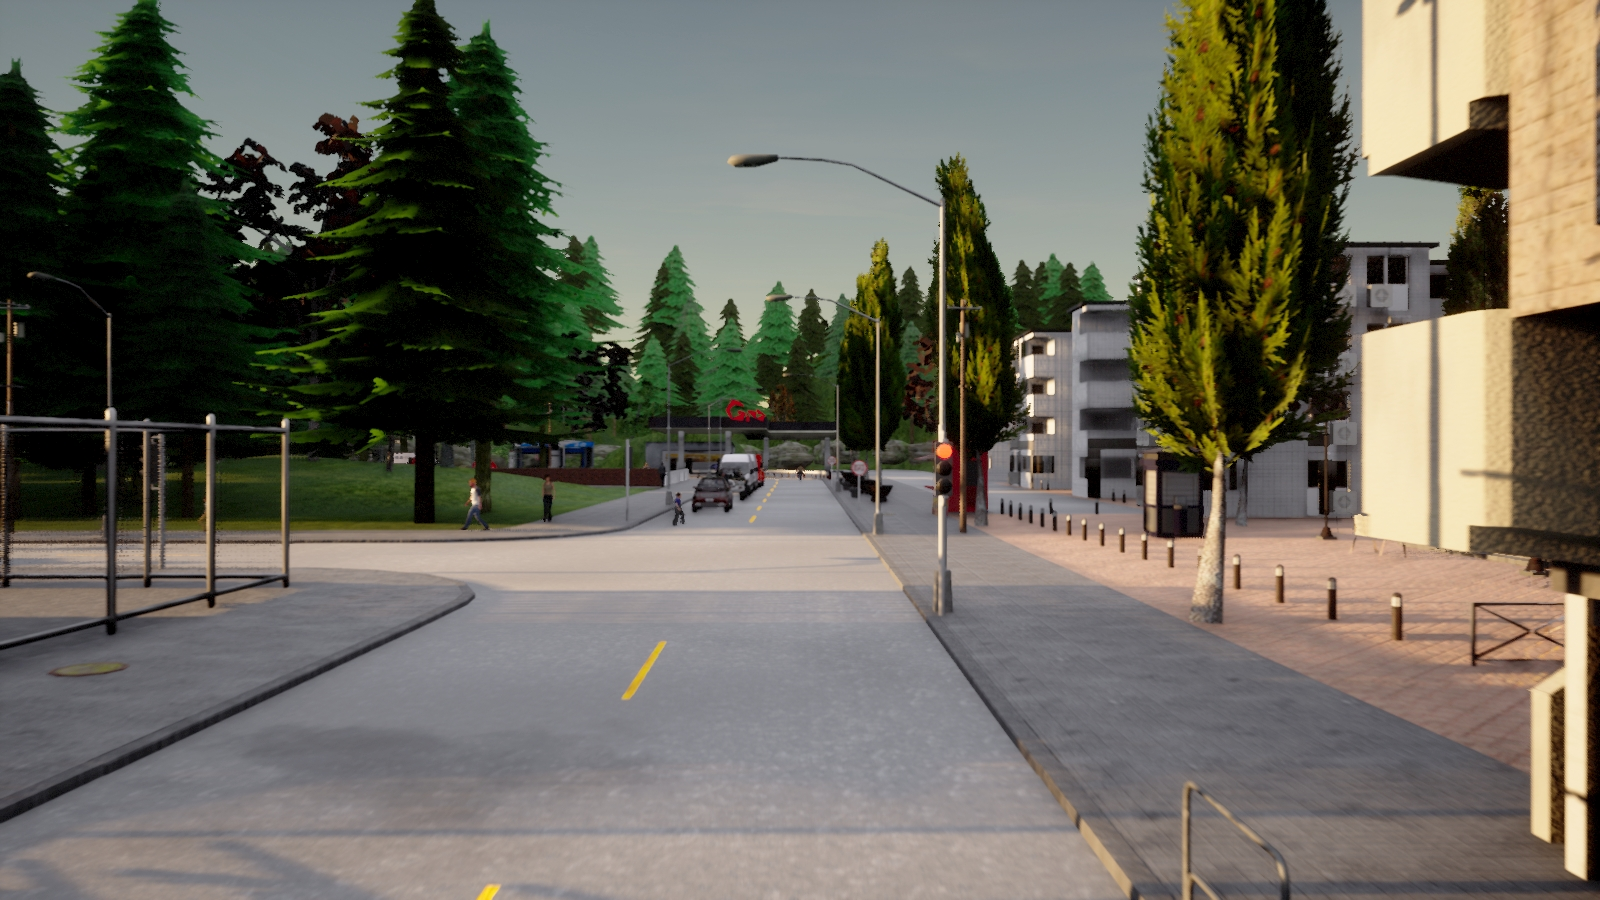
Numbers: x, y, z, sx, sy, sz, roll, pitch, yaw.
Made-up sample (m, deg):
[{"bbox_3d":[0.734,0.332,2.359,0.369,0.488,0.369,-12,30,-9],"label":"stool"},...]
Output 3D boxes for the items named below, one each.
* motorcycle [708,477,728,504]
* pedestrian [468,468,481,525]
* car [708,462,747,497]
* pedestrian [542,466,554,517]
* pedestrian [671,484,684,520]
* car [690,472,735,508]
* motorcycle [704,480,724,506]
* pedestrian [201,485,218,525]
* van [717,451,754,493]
[{"bbox_3d":[-3.988,1.962,55.481,0.856,1.236,1.805,0,0,0],"label":"motorcycle"},{"bbox_3d":[-10.754,1.524,37.783,0.375,1.860,0.375,0,0,-22],"label":"pedestrian"},{"bbox_3d":[-4.045,1.644,64.314,1.932,1.855,4.605,0,0,0],"label":"car"},{"bbox_3d":[-9.289,1.526,42.150,0.375,1.860,0.375,0,0,-1],"label":"pedestrian"},{"bbox_3d":[-4.507,1.909,41.950,0.375,1.300,0.375,0,0,12],"label":"pedestrian"},{"bbox_3d":[-3.999,1.806,52.527,1.789,1.549,3.705,0,0,0],"label":"car"},{"bbox_3d":[-4.017,1.993,53.489,0.803,1.145,2.033,0,0,0],"label":"motorcycle"},{"bbox_3d":[-19.343,1.806,37.419,0.375,1.300,0.375,0,0,-4],"label":"pedestrian"},{"bbox_3d":[-3.990,1.315,71.380,1.988,2.561,5.915,0,0,0],"label":"van"}]
